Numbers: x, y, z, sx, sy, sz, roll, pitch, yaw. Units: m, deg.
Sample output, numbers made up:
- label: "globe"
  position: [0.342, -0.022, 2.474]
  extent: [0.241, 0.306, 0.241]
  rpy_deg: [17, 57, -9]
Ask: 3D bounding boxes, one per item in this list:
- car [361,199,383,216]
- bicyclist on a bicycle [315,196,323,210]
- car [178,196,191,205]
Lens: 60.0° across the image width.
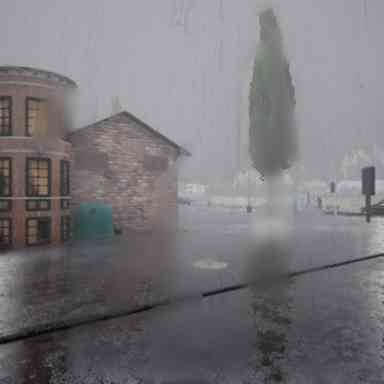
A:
- label: "car"
  position: [17.677, 1.363, 29.747]
  extent: [2.097, 1.767, 4.553]
  rpy_deg: [0, 0, -34]
- label: "bicyclist on a bicycle"
  position: [15.360, 1.361, 40.236]
  extent: [1.656, 1.620, 0.582]
  rpy_deg: [0, 0, -36]
- label: "car"
  position: [-2.044, 1.516, 57.207]
  extent: [1.837, 1.490, 4.892]
  rpy_deg: [0, 0, -35]
